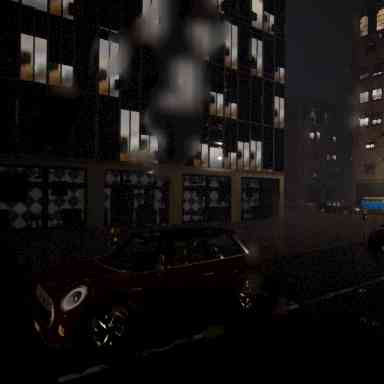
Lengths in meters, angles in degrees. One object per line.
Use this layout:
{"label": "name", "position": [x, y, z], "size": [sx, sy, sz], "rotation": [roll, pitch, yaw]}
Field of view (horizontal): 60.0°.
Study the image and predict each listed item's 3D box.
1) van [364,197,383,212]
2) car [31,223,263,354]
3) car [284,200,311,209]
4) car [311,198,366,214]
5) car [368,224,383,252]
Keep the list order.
{"label": "van", "position": [22.128, 1.524, 39.601], "size": [1.690, 1.788, 3.998], "rotation": [0, -1, -35]}
{"label": "car", "position": [-0.669, 1.441, 6.068], "size": [4.097, 1.590, 1.967], "rotation": [0, 1, -35]}
{"label": "car", "position": [15.697, 1.787, 48.854], "size": [1.752, 1.417, 4.829], "rotation": [0, -1, -35]}
{"label": "car", "position": [15.243, 1.620, 34.821], "size": [2.008, 1.369, 4.403], "rotation": [0, -1, -35]}
{"label": "car", "position": [8.406, 1.567, 12.545], "size": [4.313, 1.339, 1.947], "rotation": [0, 1, -35]}
